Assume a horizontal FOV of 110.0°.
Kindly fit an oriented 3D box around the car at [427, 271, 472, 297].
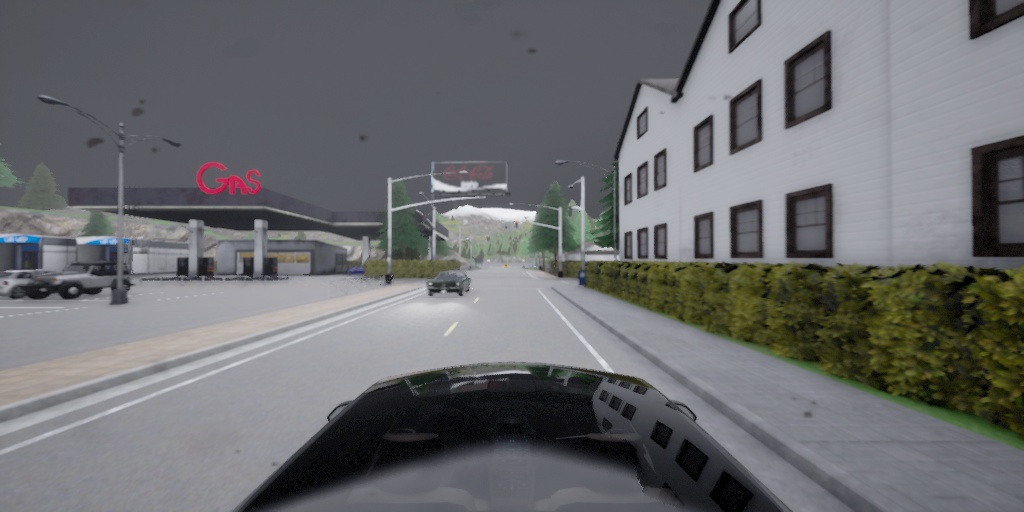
[{"bbox_3d":[-3.480,1.529,20.539,1.895,1.301,4.718,0,0,0],"label":"car"}]
